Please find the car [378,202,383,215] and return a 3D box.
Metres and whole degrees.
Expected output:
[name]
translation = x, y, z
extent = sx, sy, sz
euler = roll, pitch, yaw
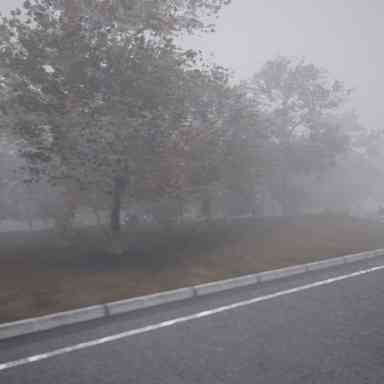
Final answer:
[car]
translation = 21.161, 1.630, 35.269
extent = 1.882, 1.535, 5.008
euler = -1, -1, 41
